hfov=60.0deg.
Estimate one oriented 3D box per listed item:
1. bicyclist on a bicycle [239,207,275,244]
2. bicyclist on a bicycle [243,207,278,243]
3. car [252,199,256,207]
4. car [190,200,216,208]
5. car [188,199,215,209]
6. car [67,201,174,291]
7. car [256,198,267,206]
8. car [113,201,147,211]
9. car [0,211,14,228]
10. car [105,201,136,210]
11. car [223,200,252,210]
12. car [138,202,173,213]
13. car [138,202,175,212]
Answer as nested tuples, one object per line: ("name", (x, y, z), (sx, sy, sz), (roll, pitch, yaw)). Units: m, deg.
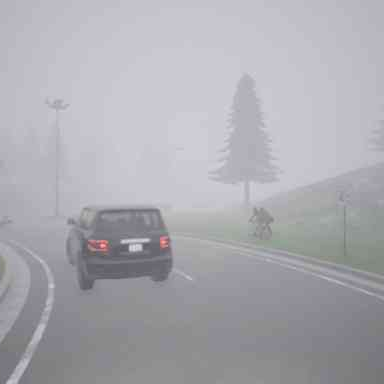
("bicyclist on a bicycle", (3.030, 1.500, 15.428), (1.656, 1.620, 0.582), (1, -1, -30))
("bicyclist on a bicycle", (3.274, 1.495, 15.006), (1.656, 1.620, 0.582), (1, -1, -30))
("car", (9.114, 2.297, 62.256), (4.902, 1.511, 2.128), (1, -1, -37))
("car", (2.239, 2.332, 65.799), (5.008, 1.535, 1.882), (1, -1, -37))
("car", (1.400, 2.143, 60.820), (4.553, 1.767, 2.097), (1, -1, -37))
("car", (-2.341, 1.353, 9.804), (2.150, 2.045, 5.566), (0, -1, -24))
("car", (13.624, 2.156, 70.095), (4.553, 1.767, 2.097), (1, -1, -37))
("car", (-9.749, 2.163, 52.333), (5.008, 1.535, 1.882), (0, -1, -37))
("car", (-15.166, 1.868, 23.972), (5.357, 1.411, 2.033), (0, -1, 30))
("car", (-11.823, 2.249, 55.138), (4.674, 1.442, 1.812), (1, -1, -37))
("car", (7.526, 2.335, 56.697), (4.718, 1.301, 1.895), (1, -1, -37))
("car", (-5.157, 2.141, 47.046), (4.674, 1.442, 1.812), (1, -1, -37))
("car", (-5.384, 2.217, 51.268), (5.357, 1.411, 2.033), (1, -1, -37))
